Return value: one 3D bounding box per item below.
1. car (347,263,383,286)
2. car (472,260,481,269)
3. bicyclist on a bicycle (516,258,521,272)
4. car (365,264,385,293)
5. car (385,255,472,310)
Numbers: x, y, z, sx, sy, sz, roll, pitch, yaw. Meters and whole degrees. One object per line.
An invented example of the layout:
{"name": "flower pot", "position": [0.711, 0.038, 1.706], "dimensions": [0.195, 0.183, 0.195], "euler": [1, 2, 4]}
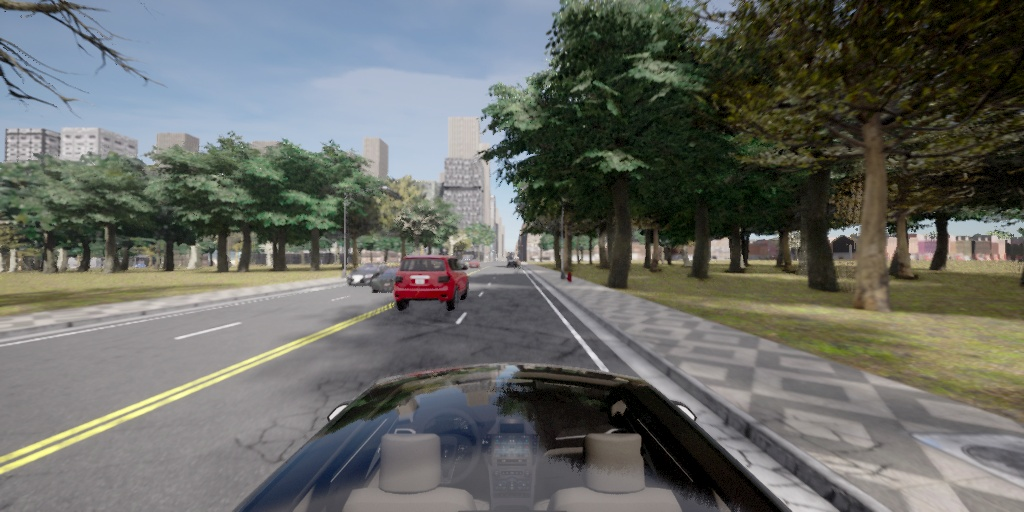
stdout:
{"name": "car", "position": [-9.849, 1.262, 25.256], "dimensions": [2.128, 1.511, 4.902], "euler": [0, 0, 0]}
{"name": "car", "position": [-6.533, 1.402, 62.520], "dimensions": [1.882, 1.535, 5.008], "euler": [0, 0, 0]}
{"name": "bicyclist on a bicycle", "position": [0.887, 1.291, 45.459], "dimensions": [0.582, 1.620, 1.656], "euler": [0, -1, 0]}
{"name": "car", "position": [-6.600, 1.326, 20.951], "dimensions": [1.994, 1.385, 4.181], "euler": [0, 0, 0]}
{"name": "car", "position": [-3.152, 0.978, 14.940], "dimensions": [2.150, 2.045, 5.566], "euler": [0, 0, 0]}
